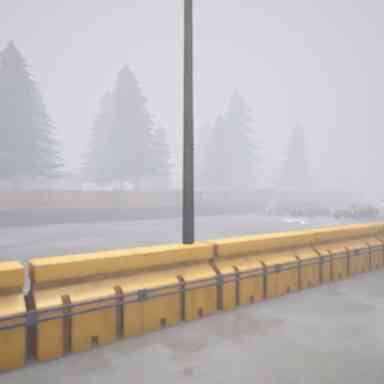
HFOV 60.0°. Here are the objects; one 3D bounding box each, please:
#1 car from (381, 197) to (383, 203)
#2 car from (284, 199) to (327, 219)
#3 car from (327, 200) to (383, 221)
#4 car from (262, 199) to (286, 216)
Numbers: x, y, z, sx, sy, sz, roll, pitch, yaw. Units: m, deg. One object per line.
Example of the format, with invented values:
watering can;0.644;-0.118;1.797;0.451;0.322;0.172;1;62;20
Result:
car;36.709;1.522;62.399;1.994;1.385;4.181;0;0;36
car;10.308;1.553;28.977;4.181;1.385;1.994;0;0;-39
car;13.209;1.589;26.785;4.718;1.301;1.895;0;0;-39
car;8.761;1.480;32.212;4.902;1.511;2.128;0;0;-40
